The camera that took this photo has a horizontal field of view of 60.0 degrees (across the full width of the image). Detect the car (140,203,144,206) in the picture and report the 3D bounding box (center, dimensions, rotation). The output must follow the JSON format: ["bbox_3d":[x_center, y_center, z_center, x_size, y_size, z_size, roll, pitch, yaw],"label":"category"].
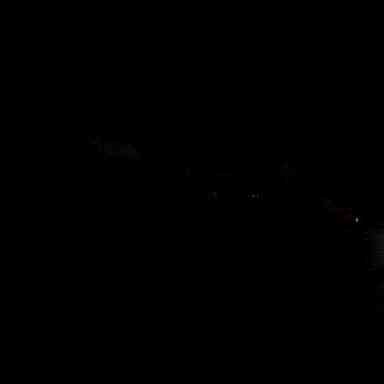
[{"bbox_3d":[-7.505,1.764,43.698,2.097,1.767,4.553,2,-2,-37],"label":"car"}]

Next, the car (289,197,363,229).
[{"bbox_3d":[8.242,1.342,22.068,2.150,2.045,5.566,2,-2,-35],"label":"car"}]

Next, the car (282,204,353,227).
[{"bbox_3d":[9.502,1.753,25.515,1.837,1.490,4.892,3,-2,-35],"label":"car"}]
